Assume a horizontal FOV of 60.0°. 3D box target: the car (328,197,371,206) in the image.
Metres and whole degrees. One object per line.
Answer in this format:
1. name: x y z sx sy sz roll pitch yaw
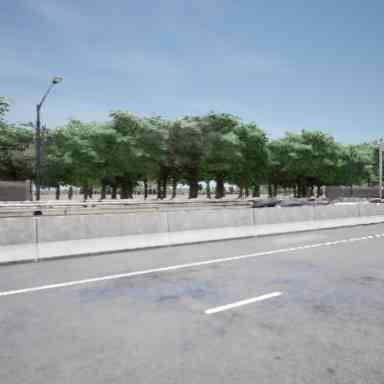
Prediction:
1. car: 15.571 1.262 32.157 4.674 1.442 1.812 0 0 -35

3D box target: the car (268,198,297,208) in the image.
1. car: 11.453 1.519 37.818 4.902 1.511 2.128 0 0 -35

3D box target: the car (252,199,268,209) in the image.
1. car: 9.495 1.544 40.677 5.008 1.535 1.882 0 0 -35

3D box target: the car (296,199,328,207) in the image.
1. car: 13.513 1.628 34.988 4.718 1.301 1.895 0 0 -35
